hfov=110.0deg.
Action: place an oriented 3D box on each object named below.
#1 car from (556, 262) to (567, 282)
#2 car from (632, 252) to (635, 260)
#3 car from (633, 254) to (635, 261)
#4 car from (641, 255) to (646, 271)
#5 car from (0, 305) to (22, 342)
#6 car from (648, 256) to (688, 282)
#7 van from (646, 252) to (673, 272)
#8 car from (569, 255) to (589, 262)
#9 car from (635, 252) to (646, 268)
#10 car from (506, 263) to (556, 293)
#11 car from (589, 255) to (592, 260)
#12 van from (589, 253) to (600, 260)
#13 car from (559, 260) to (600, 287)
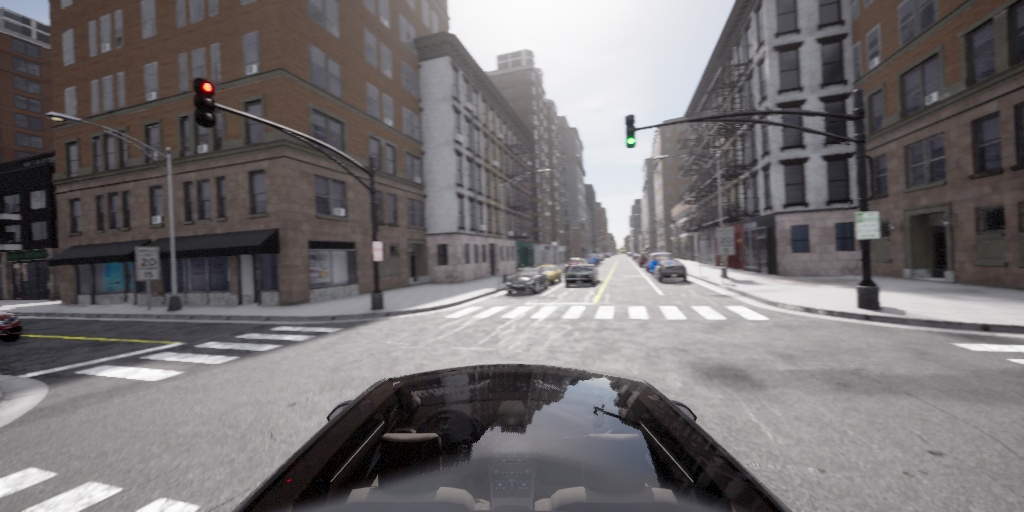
[{"bbox_3d":[2.518,1.213,25.446,1.751,1.417,4.829,0,0,17],"label":"car"},{"bbox_3d":[21.438,0.436,59.565,1.751,1.417,4.829,0,0,17],"label":"car"},{"bbox_3d":[19.796,0.523,54.238,2.007,1.370,4.403,0,0,17],"label":"car"},{"bbox_3d":[13.424,0.799,33.574,1.802,1.307,4.207,0,0,17],"label":"car"},{"bbox_3d":[-17.119,1.963,10.693,4.674,1.442,1.812,-2,0,17],"label":"car"},{"bbox_3d":[10.238,0.890,23.242,2.007,1.370,4.403,0,0,17],"label":"car"},{"bbox_3d":[11.831,0.619,28.408,1.690,1.789,3.998,0,0,17],"label":"van"},{"bbox_3d":[7.328,0.944,41.112,1.967,1.591,4.097,0,0,17],"label":"car"},{"bbox_3d":[16.610,0.409,43.906,2.192,1.841,5.009,0,0,17],"label":"car"},{"bbox_3d":[0.981,1.299,20.441,2.007,1.370,4.403,0,0,17],"label":"car"},{"bbox_3d":[8.865,0.969,46.117,1.751,1.417,4.829,0,0,17],"label":"car"},{"bbox_3d":[13.675,0.602,61.782,1.690,1.789,3.998,0,0,17],"label":"van"},{"bbox_3d":[4.569,1.208,23.234,1.895,1.301,4.718,-3,0,17],"label":"car"}]
